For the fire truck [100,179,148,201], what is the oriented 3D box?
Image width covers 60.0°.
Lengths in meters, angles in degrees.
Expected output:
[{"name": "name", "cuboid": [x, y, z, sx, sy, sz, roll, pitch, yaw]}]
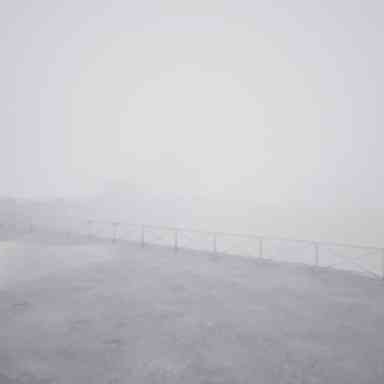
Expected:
[{"name": "fire truck", "cuboid": [-11.248, -0.113, 55.765, 2.891, 3.827, 8.468, 1, 0, 35]}]
